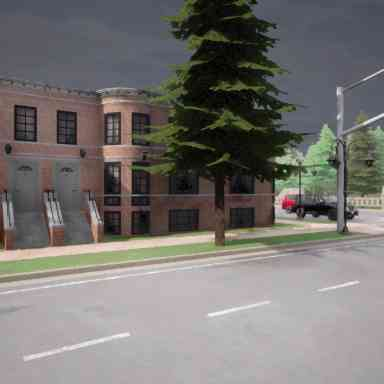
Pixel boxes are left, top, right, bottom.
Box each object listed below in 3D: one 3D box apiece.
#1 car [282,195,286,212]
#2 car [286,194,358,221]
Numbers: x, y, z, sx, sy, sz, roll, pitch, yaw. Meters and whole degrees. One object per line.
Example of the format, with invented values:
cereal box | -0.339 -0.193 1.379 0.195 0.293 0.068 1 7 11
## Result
car | 11.598 1.221 33.556 2.150 2.045 5.566 0 0 -30
car | 10.933 1.221 27.782 2.150 2.045 5.566 0 0 -28
